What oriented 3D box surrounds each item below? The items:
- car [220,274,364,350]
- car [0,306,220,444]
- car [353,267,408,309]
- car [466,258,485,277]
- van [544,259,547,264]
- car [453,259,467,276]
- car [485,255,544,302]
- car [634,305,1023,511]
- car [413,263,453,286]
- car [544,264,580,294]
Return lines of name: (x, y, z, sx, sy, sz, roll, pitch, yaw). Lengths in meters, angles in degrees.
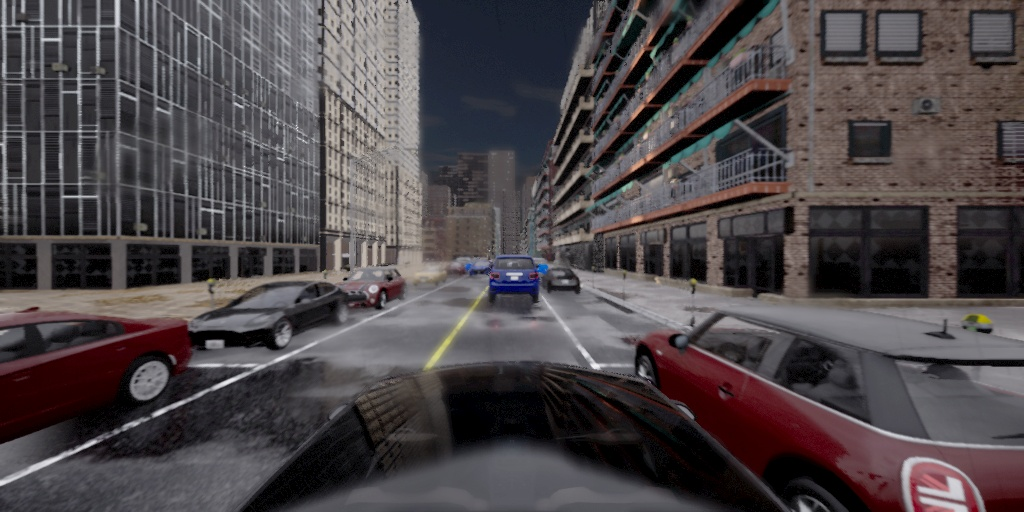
car: (-5.692, 1.318, 9.052, 1.948, 1.339, 4.313, 0, 0, 0)
car: (-5.692, 1.295, 3.523, 1.888, 1.381, 4.507, 0, 0, 0)
car: (-5.693, 1.195, 14.579, 1.967, 1.591, 4.097, 0, 0, 0)
car: (-3.042, 1.249, 35.794, 1.882, 1.535, 5.008, 0, 0, 1)
van: (2.686, 1.113, 36.689, 1.690, 1.789, 3.998, 0, 0, 0)
car: (-5.695, 1.317, 36.689, 1.888, 1.381, 4.507, 0, 0, 0)
car: (0.101, 0.977, 17.022, 2.150, 2.045, 5.566, 0, 0, 0)
car: (2.688, 1.190, 3.524, 1.967, 1.591, 4.097, 0, 0, 0)
car: (-5.694, 1.288, 25.464, 1.751, 1.417, 4.829, 0, 0, 0)
car: (2.687, 1.324, 20.106, 1.948, 1.339, 4.313, 0, 0, 0)
